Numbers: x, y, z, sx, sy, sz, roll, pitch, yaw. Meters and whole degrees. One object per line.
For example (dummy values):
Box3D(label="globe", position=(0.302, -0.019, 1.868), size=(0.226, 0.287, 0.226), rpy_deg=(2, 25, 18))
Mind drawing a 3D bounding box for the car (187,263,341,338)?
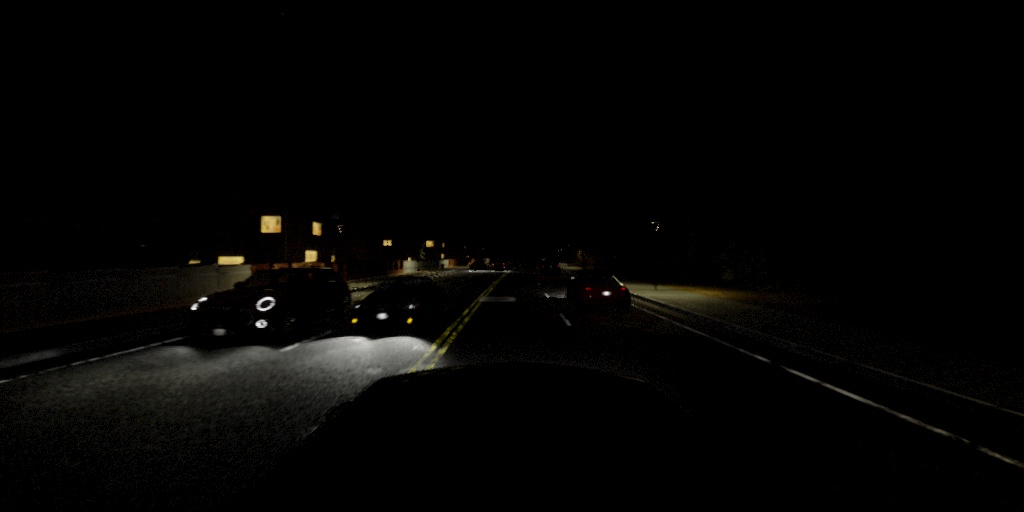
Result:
Box3D(label="car", position=(-6.525, 1.118, 10.277), size=(2.097, 1.767, 4.553), rpy_deg=(0, 0, 1))

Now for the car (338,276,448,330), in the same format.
Box3D(label="car", position=(-3.268, 1.333, 11.077), size=(1.994, 1.385, 4.181), rpy_deg=(0, 0, 1))

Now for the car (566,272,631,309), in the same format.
Box3D(label="car", position=(3.483, 1.343, 15.102), size=(1.994, 1.385, 4.181), rpy_deg=(0, 0, 1))

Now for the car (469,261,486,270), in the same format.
Box3D(label="car", position=(-5.045, 1.418, 53.216), size=(1.994, 1.385, 4.181), rpy_deg=(0, 0, 4))

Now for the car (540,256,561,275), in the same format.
Box3D(label="car", position=(4.230, 1.176, 40.200), size=(2.097, 1.767, 4.553), rpy_deg=(0, 0, 2))

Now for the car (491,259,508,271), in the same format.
Box3D(label="car", position=(-1.818, 1.204, 52.765), size=(2.097, 1.767, 4.553), rpy_deg=(0, 0, 4))
